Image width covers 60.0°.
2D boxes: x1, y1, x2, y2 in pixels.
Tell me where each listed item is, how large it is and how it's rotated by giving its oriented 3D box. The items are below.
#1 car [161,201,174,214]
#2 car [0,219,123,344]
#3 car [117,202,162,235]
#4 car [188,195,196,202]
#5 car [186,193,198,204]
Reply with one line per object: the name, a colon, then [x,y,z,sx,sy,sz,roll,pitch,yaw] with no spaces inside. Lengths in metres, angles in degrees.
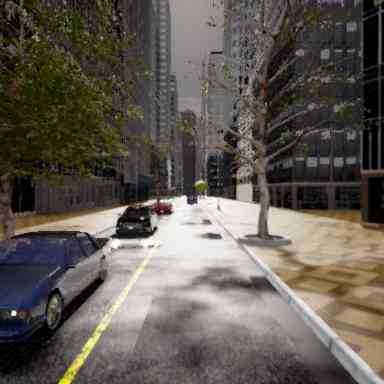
car: [-2.996,1.677,35.602,1.895,1.301,4.718,0,0,0]
car: [-3.090,1.551,6.988,2.033,1.411,5.357,0,0,0]
car: [-3.033,1.516,19.050,1.837,1.490,4.892,0,1,1]
car: [0.009,1.490,77.840,1.882,1.535,5.008,0,0,0]
car: [0.008,1.312,67.456,2.150,2.045,5.566,0,0,0]
